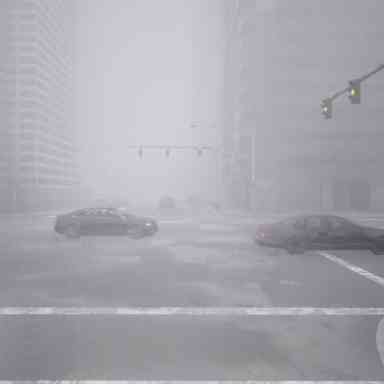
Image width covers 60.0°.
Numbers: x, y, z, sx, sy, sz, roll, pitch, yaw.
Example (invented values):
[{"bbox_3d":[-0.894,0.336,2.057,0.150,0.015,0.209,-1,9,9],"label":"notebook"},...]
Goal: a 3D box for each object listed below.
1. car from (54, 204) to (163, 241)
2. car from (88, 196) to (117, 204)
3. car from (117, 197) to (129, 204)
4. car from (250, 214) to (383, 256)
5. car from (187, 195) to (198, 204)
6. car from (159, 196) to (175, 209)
[{"bbox_3d":[-4.071,1.491,16.038,4.902,1.511,2.128,0,0,0],"label":"car"},{"bbox_3d":[-10.624,1.505,39.376,1.837,1.490,4.892,0,0,0],"label":"car"},{"bbox_3d":[-10.620,1.526,49.635,1.812,1.442,4.674,0,0,0],"label":"car"},{"bbox_3d":[4.962,1.547,12.494,5.357,1.411,2.033,0,0,0],"label":"car"},{"bbox_3d":[0.063,1.352,63.504,2.097,1.767,4.553,0,0,0],"label":"car"},{"bbox_3d":[-3.449,1.352,46.679,2.097,1.767,4.553,0,0,0],"label":"car"}]
